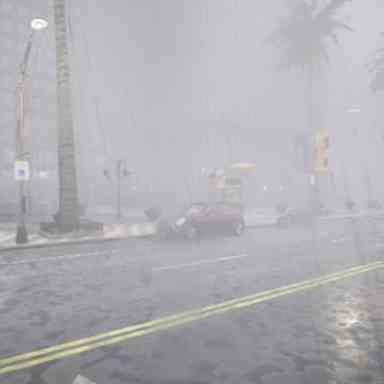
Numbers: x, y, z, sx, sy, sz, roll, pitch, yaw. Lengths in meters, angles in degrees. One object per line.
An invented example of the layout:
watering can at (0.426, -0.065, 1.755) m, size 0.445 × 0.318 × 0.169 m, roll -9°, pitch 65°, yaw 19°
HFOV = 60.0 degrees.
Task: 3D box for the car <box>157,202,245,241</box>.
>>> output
car at (0.513, 1.330, 16.748) m, size 4.553 × 1.767 × 2.185 m, roll 0°, pitch 0°, yaw -36°
